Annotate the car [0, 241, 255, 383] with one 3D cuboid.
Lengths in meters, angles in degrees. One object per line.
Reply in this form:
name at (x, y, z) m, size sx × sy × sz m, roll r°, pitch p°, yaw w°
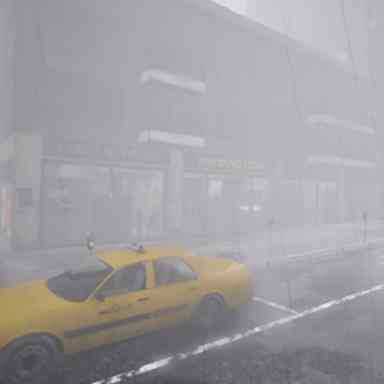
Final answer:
car at (-1.136, 1.515, 5.258) m, size 4.829 × 1.417 × 1.752 m, roll 0°, pitch 2°, yaw -35°
